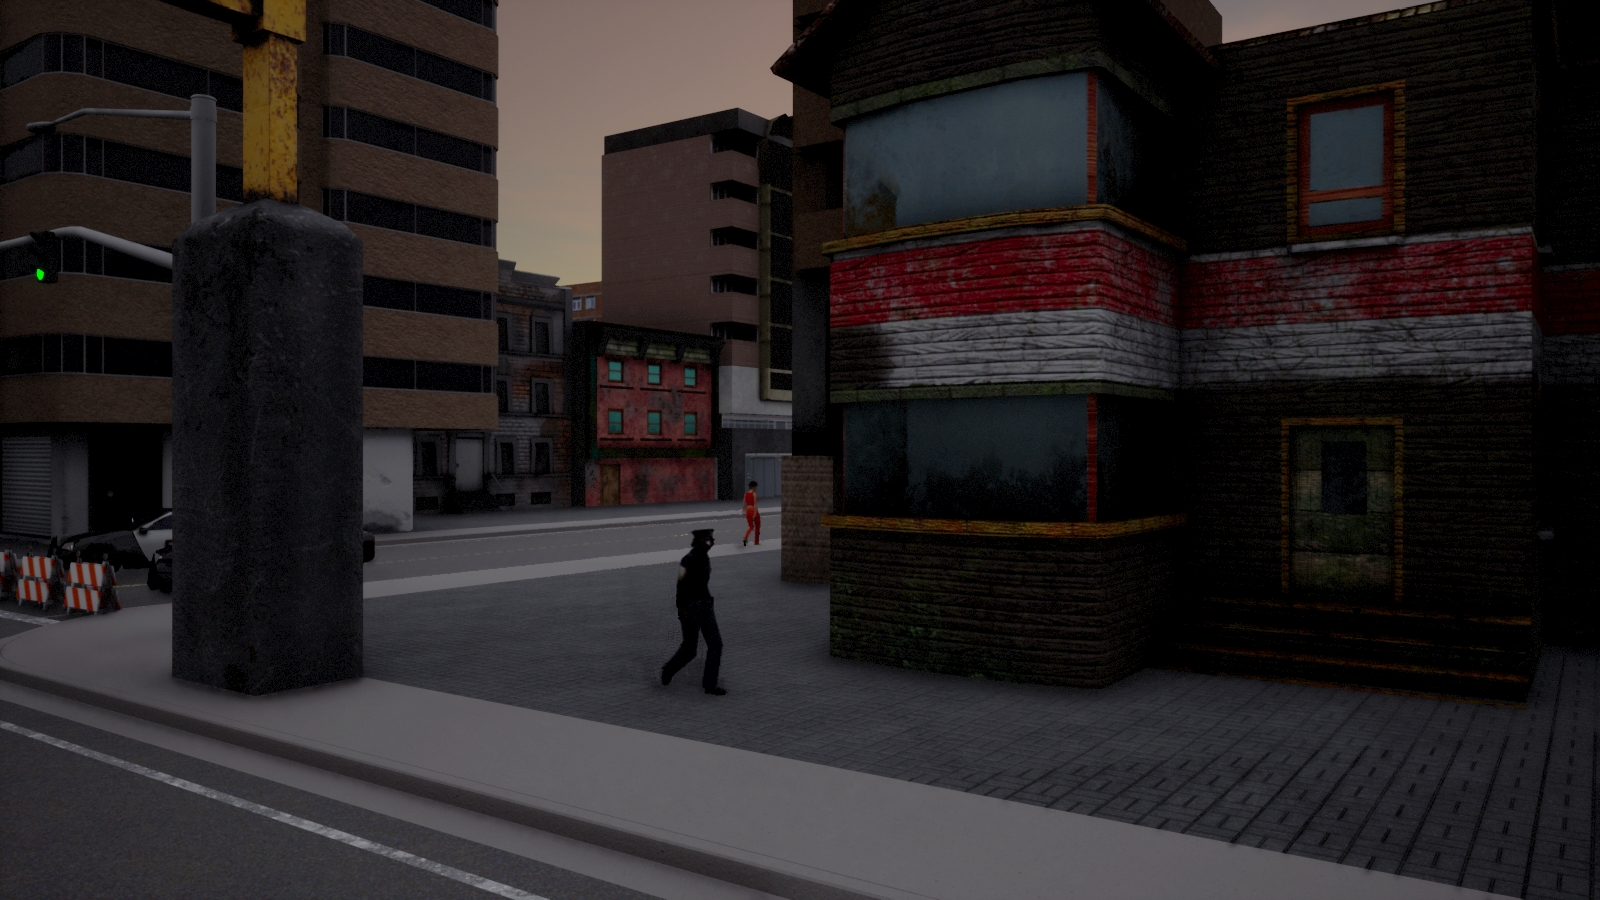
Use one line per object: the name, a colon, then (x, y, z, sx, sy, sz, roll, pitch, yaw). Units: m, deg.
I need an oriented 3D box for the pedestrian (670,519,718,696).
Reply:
pedestrian: (-1.155, 1.697, 12.453, 0.375, 1.860, 0.375, 0, 0, 35)

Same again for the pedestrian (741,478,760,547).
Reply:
pedestrian: (-1.340, 1.690, 30.997, 0.375, 1.860, 0.375, 0, 0, 34)
